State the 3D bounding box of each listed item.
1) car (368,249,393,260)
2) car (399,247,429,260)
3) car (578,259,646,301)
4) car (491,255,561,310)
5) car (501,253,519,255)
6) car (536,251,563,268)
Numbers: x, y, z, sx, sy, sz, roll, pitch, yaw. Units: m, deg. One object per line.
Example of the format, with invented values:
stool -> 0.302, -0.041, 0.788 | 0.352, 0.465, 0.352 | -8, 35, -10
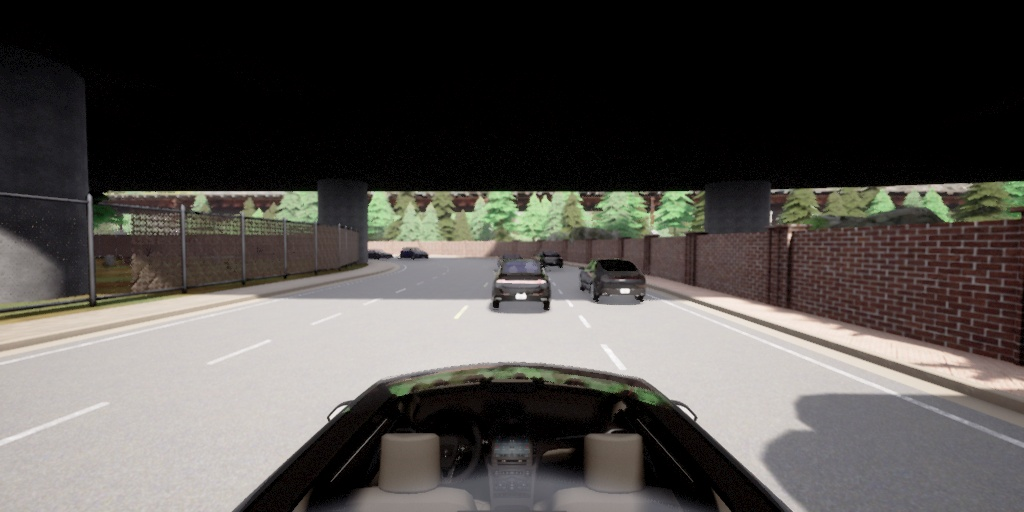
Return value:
car -> -17.604, -0.211, 46.441 | 5.357, 1.411, 2.033 | 2, 2, 38
car -> -12.713, -0.395, 46.590 | 4.553, 1.767, 2.097 | 2, 3, 44
car -> 3.906, 0.852, 14.530 | 1.837, 1.490, 4.892 | 0, 2, 2
car -> 0.344, 0.884, 12.759 | 2.128, 1.511, 4.902 | 0, 2, 2
car -> -0.187, 0.433, 30.001 | 1.895, 1.301, 4.718 | 0, 2, -8
car -> 3.007, 0.285, 31.523 | 2.128, 1.511, 4.902 | 0, 2, -10
